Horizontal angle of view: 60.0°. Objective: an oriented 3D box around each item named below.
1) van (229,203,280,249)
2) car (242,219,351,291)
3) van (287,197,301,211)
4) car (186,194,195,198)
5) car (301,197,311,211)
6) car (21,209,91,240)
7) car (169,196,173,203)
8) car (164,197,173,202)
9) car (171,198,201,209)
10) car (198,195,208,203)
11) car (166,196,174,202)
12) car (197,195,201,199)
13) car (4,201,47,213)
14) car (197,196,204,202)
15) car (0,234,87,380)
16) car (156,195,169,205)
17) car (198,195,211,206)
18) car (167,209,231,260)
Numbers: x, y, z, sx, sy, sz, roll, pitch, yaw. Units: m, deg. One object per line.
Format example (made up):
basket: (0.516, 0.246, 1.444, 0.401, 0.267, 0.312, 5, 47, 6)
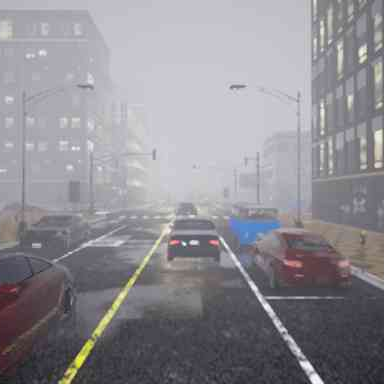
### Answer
van: (2.610, 1.385, 14.458, 1.690, 1.788, 3.998, 0, 0, 0)
car: (2.631, 1.609, 8.768, 1.802, 1.307, 4.206, 0, 0, 0)
van: (14.737, 1.555, 43.776, 3.998, 1.788, 1.690, 0, -1, 0)
car: (-0.323, 1.554, 85.654, 2.150, 2.045, 5.566, 0, 0, 0)
car: (14.792, 1.463, 35.397, 5.009, 1.841, 2.192, 0, -1, 0)
car: (-5.738, 1.610, 14.451, 1.947, 1.339, 4.313, 0, 0, 0)
car: (-5.972, 1.597, 75.829, 2.192, 1.841, 5.009, 0, 0, 0)
car: (-6.016, 1.886, 86.906, 2.008, 1.369, 4.403, 0, 0, 0)
car: (-0.682, 1.616, 31.477, 1.812, 1.442, 4.674, 0, 0, -10)
car: (2.408, 1.598, 75.862, 2.192, 1.841, 5.009, 0, 0, 0)
car: (-6.036, 1.887, 92.276, 1.752, 1.417, 4.829, 0, 0, 0)
car: (2.428, 1.840, 70.322, 1.802, 1.307, 4.206, 0, 0, 0)
car: (-17.596, 1.637, 35.192, 4.206, 1.307, 1.802, 0, -1, 0)
car: (2.344, 1.914, 92.478, 2.008, 1.369, 4.403, 0, 0, 0)
car: (-3.112, 1.577, 4.489, 1.994, 1.385, 4.181, 0, 0, 0)
car: (-5.930, 1.758, 64.580, 1.752, 1.417, 4.829, 0, 0, 0)
car: (2.471, 1.736, 59.414, 1.752, 1.417, 4.829, 0, 0, 0)
car: (0.057, 1.586, 12.576, 2.033, 1.411, 5.357, 0, 0, 0)
